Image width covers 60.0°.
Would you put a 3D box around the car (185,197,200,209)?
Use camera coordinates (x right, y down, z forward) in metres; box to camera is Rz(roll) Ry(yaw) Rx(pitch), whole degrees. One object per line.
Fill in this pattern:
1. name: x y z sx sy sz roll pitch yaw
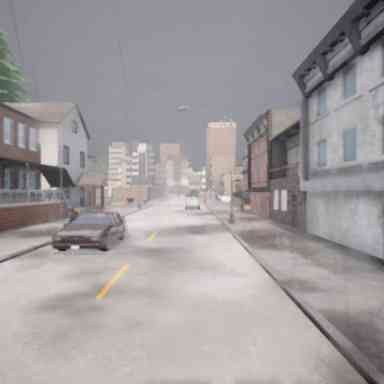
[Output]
1. car: 0.104 1.447 44.076 1.812 1.442 4.674 0 0 0

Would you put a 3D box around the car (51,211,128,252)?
1. car: -4.012 1.524 14.101 2.033 1.411 5.357 0 0 0
